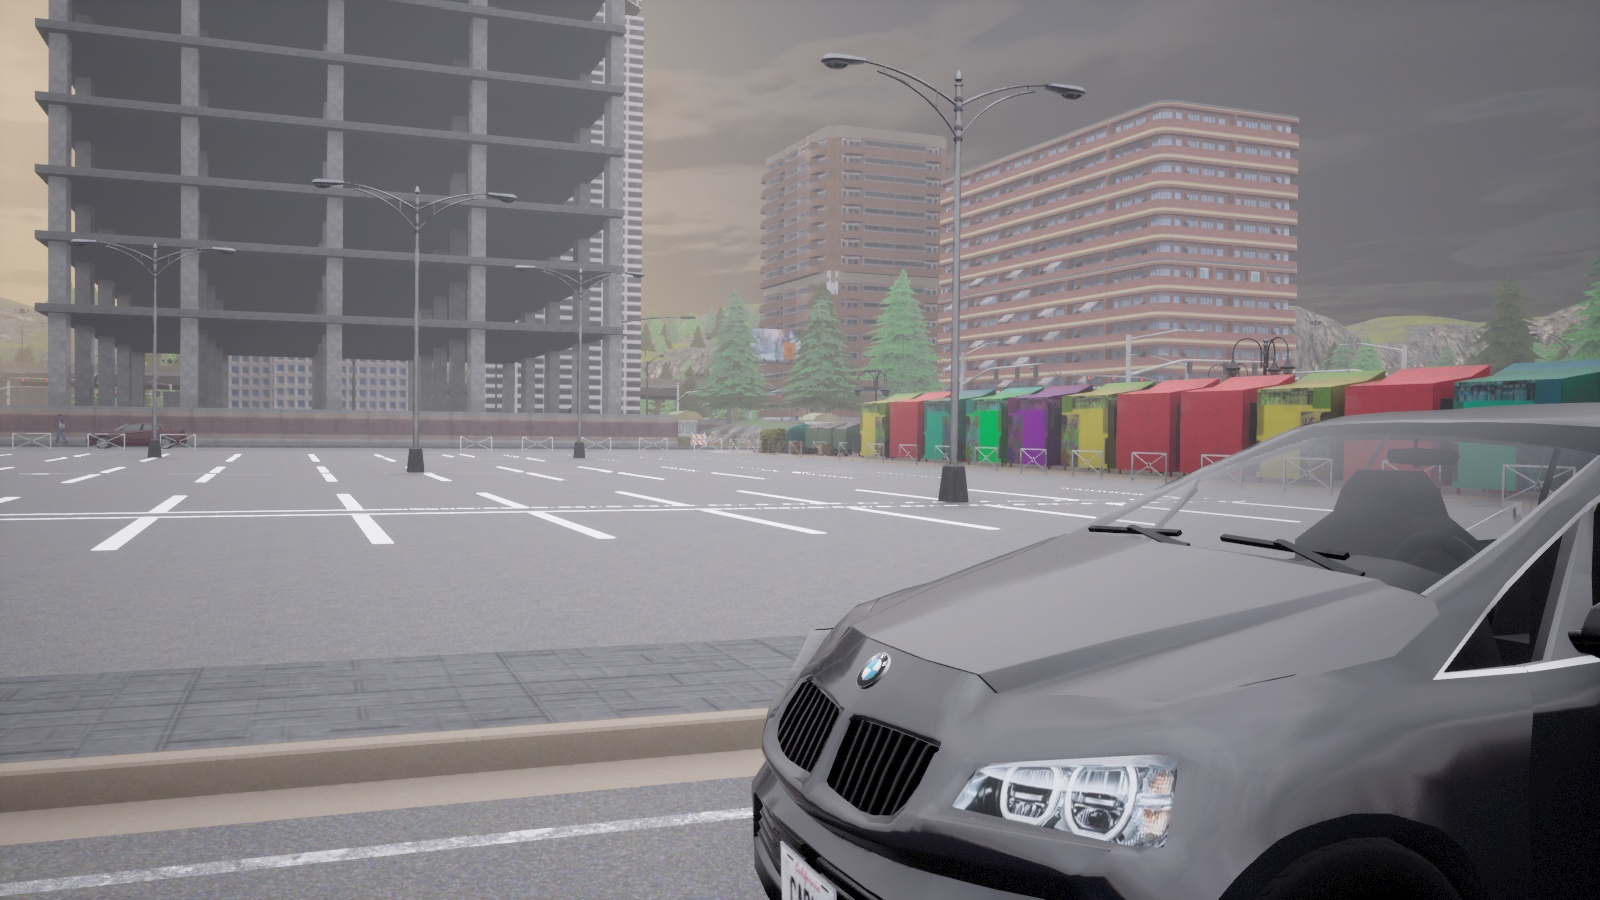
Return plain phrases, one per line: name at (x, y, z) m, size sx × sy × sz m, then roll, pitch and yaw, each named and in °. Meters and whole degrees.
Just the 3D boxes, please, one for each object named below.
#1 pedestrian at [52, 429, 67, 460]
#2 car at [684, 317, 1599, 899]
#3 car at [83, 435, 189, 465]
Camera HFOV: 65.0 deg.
pedestrian at (-44.391, -0.345, 75.266) m, size 0.706 × 1.836 × 0.354 m, roll -1°, pitch 1°, yaw -30°
car at (2.168, 0.553, 4.061) m, size 4.611 × 1.667 × 2.242 m, roll -1°, pitch 1°, yaw -21°
car at (-36.933, -0.019, 69.992) m, size 5.008 × 1.535 × 1.882 m, roll -1°, pitch 1°, yaw -23°
